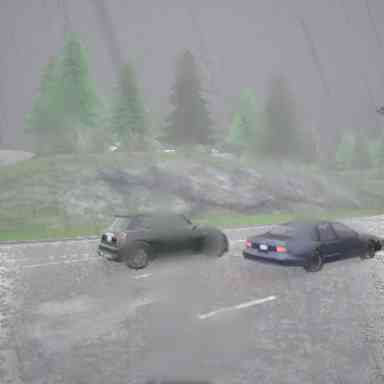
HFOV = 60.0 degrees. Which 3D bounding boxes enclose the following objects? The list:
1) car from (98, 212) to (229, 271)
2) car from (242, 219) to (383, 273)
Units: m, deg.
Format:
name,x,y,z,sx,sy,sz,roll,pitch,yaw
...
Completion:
name,x,y,z,sx,sy,sz,roll,pitch,yaw
car,-0.861,1.482,11.722,4.553,1.767,2.097,0,-1,-35
car,4.098,1.613,10.924,5.357,1.411,2.033,0,-1,-35
